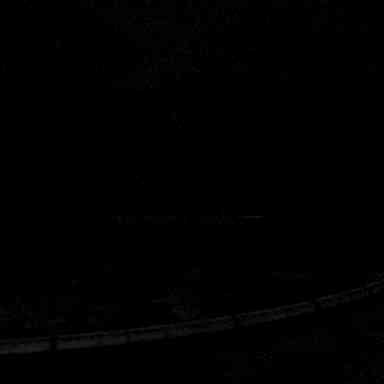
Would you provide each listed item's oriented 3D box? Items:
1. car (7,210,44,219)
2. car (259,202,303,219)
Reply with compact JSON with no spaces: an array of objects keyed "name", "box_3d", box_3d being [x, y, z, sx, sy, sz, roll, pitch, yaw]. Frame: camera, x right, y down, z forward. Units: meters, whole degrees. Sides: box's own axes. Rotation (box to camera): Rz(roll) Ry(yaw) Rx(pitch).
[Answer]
[{"name":"car","box_3d":[-18.989,2.415,36.507,4.718,1.301,1.895,0,-1,-38]},{"name":"car","box_3d":[9.402,1.854,35.627,2.097,1.767,4.553,0,-1,-44]}]
